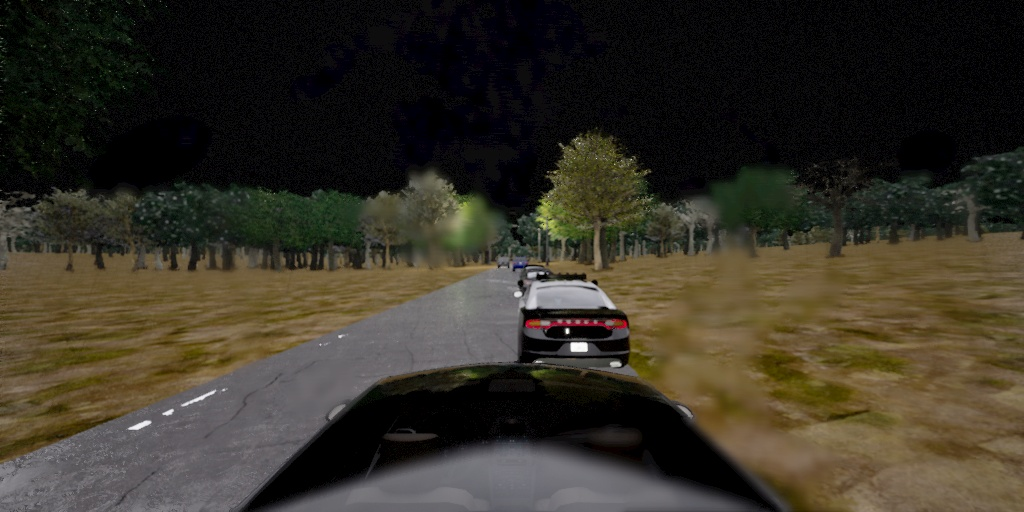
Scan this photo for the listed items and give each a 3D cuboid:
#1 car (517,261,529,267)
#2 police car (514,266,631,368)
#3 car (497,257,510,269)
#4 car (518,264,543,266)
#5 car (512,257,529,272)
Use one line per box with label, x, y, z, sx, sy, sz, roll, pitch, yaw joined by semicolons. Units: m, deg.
car;1.445;1.320;23.915;1.837;1.490;4.892;0;0;1
police car;1.079;1.190;8.028;1.930;1.638;5.238;0;0;1
car;-1.516;1.205;64.634;2.150;2.045;5.566;0;0;1
car;1.307;1.320;17.917;1.812;1.442;4.674;0;0;1
car;1.204;1.135;50.016;2.150;2.045;5.566;0;0;1
